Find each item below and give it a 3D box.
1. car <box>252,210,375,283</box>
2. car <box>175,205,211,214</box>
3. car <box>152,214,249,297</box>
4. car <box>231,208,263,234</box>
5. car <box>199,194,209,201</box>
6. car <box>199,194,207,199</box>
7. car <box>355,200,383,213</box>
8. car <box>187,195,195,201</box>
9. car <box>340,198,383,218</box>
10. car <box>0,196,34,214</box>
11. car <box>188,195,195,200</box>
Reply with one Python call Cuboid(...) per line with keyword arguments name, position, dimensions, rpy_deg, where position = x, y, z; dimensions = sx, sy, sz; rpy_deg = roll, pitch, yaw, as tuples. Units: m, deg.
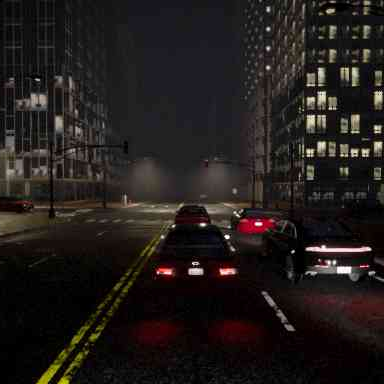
Cuboid(name="car", position=(3.325, 1.487, 9.679), dimensions=(2.128, 1.511, 4.902), rpy_deg=(0, 0, 0))
Cuboid(name="car", position=(0.059, 1.467, 18.585), dimensions=(1.882, 1.535, 5.008), rpy_deg=(0, 0, 1))
Cuboid(name="car", position=(0.080, 1.543, 8.764), dimensions=(2.033, 1.411, 5.357), rpy_deg=(0, 0, 0))
Cuboid(name="car", position=(3.304, 1.554, 18.480), dimensions=(1.994, 1.385, 4.181), rpy_deg=(0, 0, 0))
Cuboid(name="car", position=(3.050, 1.510, 81.434), dimensions=(1.895, 1.301, 4.718), rpy_deg=(0, 0, 0))
Cuboid(name="car", position=(3.025, 1.263, 91.407), dimensions=(1.812, 1.442, 4.674), rpy_deg=(0, 0, 0))
Cuboid(name="car", position=(21.715, 1.641, 38.532), dimensions=(4.829, 1.417, 1.752), rpy_deg=(1, 0, 1))
Cuboid(name="car", position=(-0.204, 1.516, 82.776), dimensions=(1.895, 1.301, 4.718), rpy_deg=(0, 0, 0))
Cuboid(name="car", position=(16.127, 1.518, 30.232), dimensions=(5.009, 1.841, 2.192), rpy_deg=(1, 0, 1))
Cuboid(name="car", position=(-18.290, 1.205, 33.294), dimensions=(4.553, 1.767, 2.097), rpy_deg=(1, 1, 1))
Cuboid(name="car", position=(-0.229, 1.456, 92.866), dimensions=(1.994, 1.385, 4.181), rpy_deg=(0, 0, 0))
